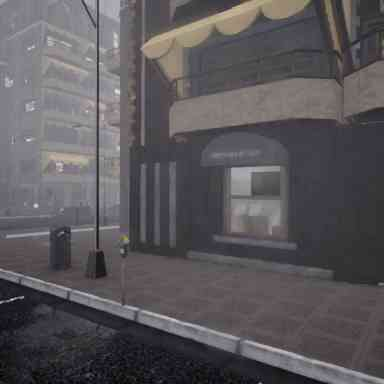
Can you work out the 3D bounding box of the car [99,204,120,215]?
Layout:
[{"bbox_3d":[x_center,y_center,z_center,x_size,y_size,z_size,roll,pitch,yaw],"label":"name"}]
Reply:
[{"bbox_3d":[-9.407,2.063,39.871,1.802,1.307,4.206,-1,-1,35],"label":"car"}]

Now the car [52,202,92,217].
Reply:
[{"bbox_3d":[-12.690,1.821,35.246,1.967,1.590,4.097,-1,-1,35],"label":"car"}]
